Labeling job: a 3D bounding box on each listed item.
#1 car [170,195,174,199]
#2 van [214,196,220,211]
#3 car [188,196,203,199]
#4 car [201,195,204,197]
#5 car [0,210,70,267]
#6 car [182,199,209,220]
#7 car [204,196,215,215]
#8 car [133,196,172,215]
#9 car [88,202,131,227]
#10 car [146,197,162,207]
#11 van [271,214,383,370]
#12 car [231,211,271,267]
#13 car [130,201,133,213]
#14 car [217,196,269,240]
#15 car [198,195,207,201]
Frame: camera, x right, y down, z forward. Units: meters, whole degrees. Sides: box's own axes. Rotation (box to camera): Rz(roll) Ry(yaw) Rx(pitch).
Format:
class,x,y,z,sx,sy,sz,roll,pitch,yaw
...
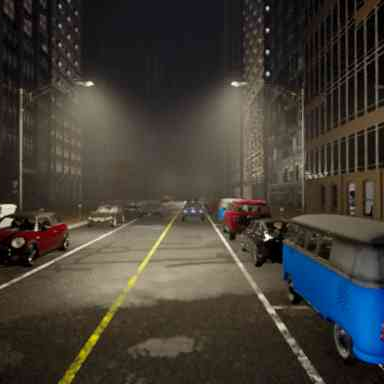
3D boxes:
class,x,y,z,sx,sy,sz,roll,pitch,yaw
car,-5.716,1.549,73.246,1.887,1.381,4.507,1,0,0
van,2.689,1.347,22.491,1.690,1.788,3.998,1,0,0
car,0.078,1.555,45.951,2.033,1.411,5.357,0,0,0
car,2.675,1.534,50.867,1.752,1.417,4.829,1,0,0
car,-5.687,1.443,11.176,1.967,1.590,4.097,1,0,0
car,0.088,1.554,28.296,2.033,1.411,5.357,0,0,0
car,2.685,1.323,33.774,2.192,1.841,5.009,1,0,0
car,-3.012,1.200,26.270,2.033,1.411,5.357,0,0,0
car,-5.693,1.556,22.461,2.008,1.369,4.403,1,0,0
car,-5.706,1.559,50.675,2.008,1.369,4.403,1,0,0
van,2.697,1.344,5.566,1.690,1.788,3.998,1,0,0
car,2.692,1.555,11.208,2.008,1.369,4.403,1,0,0
car,-5.699,1.557,33.746,2.008,1.369,4.403,1,0,0
car,2.692,1.320,16.849,2.192,1.841,5.009,1,0,0
car,2.659,1.553,84.546,2.008,1.369,4.403,1,0,0
